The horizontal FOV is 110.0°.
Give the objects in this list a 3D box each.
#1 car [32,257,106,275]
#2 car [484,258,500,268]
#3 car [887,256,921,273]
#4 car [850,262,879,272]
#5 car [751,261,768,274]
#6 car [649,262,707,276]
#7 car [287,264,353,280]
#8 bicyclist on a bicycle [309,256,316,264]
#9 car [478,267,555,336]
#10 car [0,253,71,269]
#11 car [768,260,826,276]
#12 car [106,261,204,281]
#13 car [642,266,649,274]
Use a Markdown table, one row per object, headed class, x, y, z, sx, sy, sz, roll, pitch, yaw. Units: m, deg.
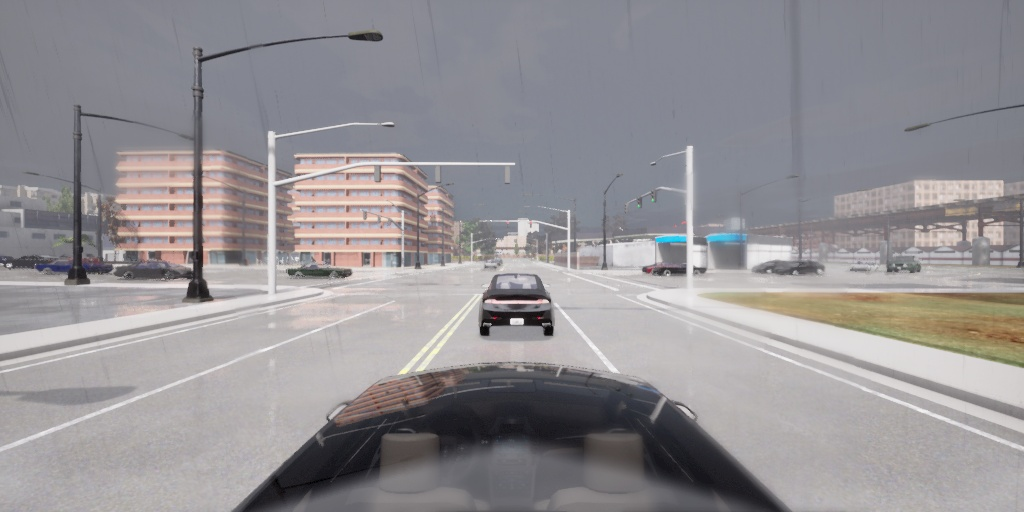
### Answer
| class | x | y | z | sx | sy | sz | roll | pitch | yaw |
| --- | --- | --- | --- | --- | --- | --- | --- | --- | --- |
| car | -36.937 | 0.964 | 30.415 | 4.718 | 1.301 | 1.895 | 1 | 0 | 1 |
| car | -3.347 | 1.350 | 55.931 | 1.895 | 1.301 | 4.718 | 0 | 0 | 0 |
| car | 46.747 | 1.010 | 42.717 | 5.566 | 2.045 | 2.150 | 0 | 0 | -34 |
| car | 44.795 | 1.415 | 45.623 | 4.718 | 1.301 | 1.895 | 0 | 0 | -34 |
| car | 29.026 | 1.246 | 39.661 | 4.892 | 1.490 | 1.837 | -2 | 0 | -10 |
| car | 16.619 | 1.350 | 35.681 | 4.718 | 1.301 | 1.895 | 0 | 0 | 0 |
| car | -15.918 | 1.274 | 29.913 | 4.718 | 1.301 | 1.895 | 1 | 0 | 1 |
| bicyclist on a bicycle | -25.949 | 0.843 | 46.637 | 0.582 | 1.620 | 1.656 | 1 | 0 | 1 |
| car | 0.117 | 1.241 | 10.365 | 2.128 | 1.511 | 4.902 | 0 | 0 | 0 |
| car | -50.395 | 0.627 | 37.891 | 4.892 | 1.490 | 1.837 | 1 | 0 | 2 |
| car | 28.984 | 1.248 | 36.136 | 4.892 | 1.490 | 1.837 | -2 | 0 | -9 |
| car | -26.196 | 1.093 | 26.642 | 5.357 | 1.411 | 2.033 | 1 | 0 | 1 |
| car | 16.456 | 1.313 | 39.209 | 4.181 | 1.385 | 1.994 | 0 | 0 | 1 |
